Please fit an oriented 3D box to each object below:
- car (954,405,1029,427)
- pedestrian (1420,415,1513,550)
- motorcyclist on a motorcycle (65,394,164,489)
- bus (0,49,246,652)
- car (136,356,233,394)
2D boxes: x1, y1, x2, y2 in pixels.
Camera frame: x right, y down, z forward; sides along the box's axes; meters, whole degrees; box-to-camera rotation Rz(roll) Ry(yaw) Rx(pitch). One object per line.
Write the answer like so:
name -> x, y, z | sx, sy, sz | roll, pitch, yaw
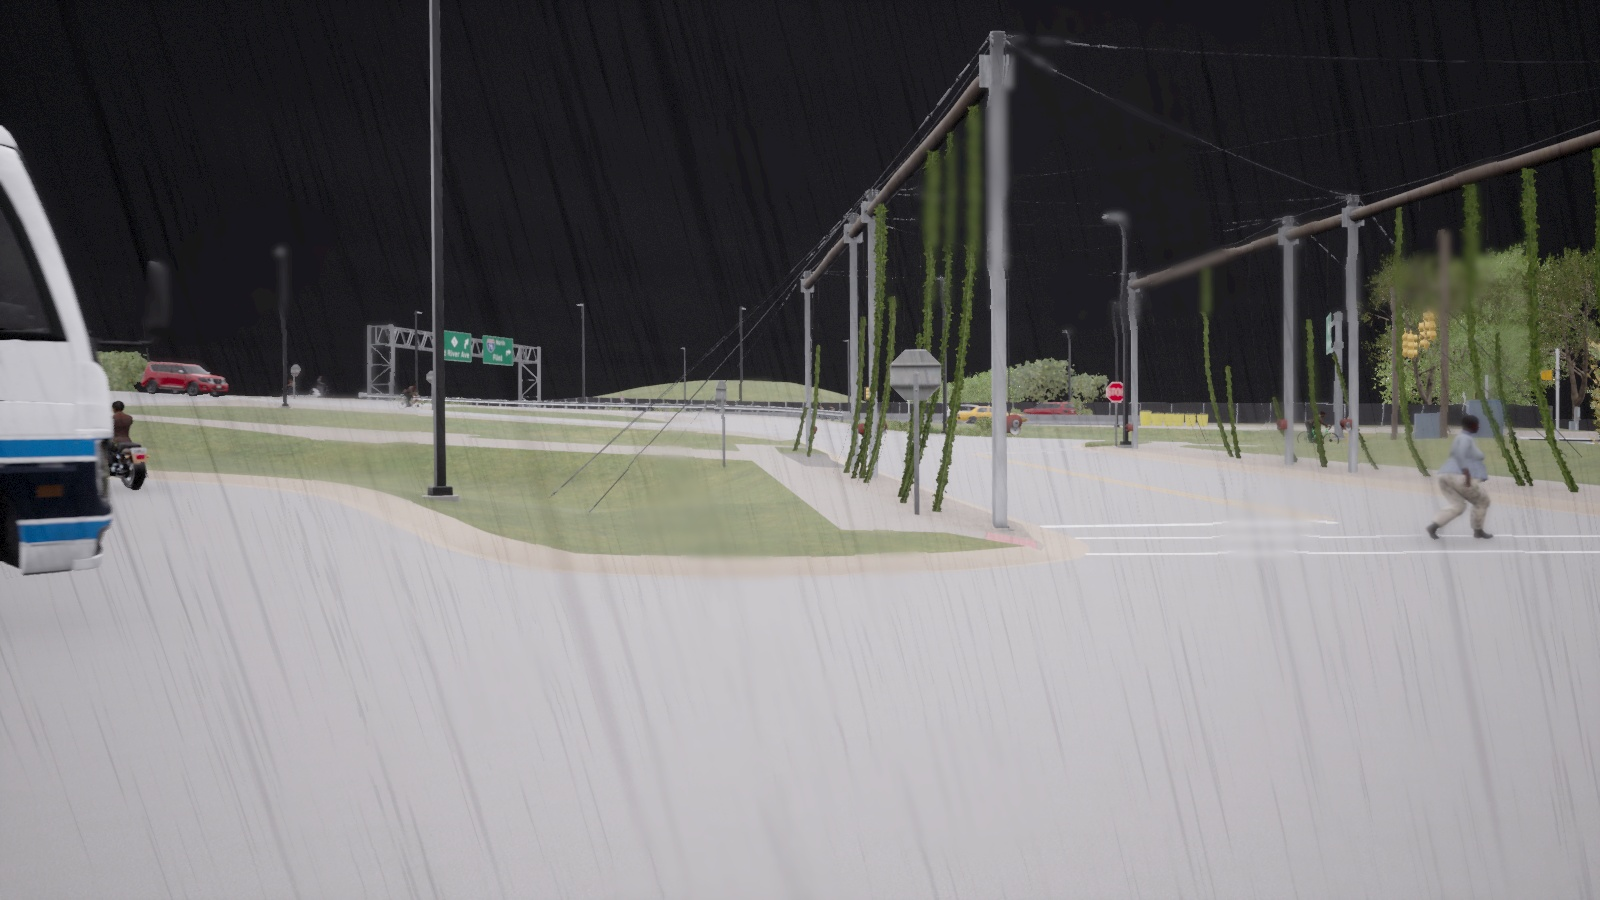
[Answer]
car -> 14.580, -2.568, 95.814 | 5.366, 1.575, 1.801 | 2, 1, 20
pedestrian -> 9.435, 0.439, 17.806 | 0.900, 1.855, 0.874 | 0, 1, 7
motorcyclist on a motorcycle -> -12.579, -0.191, 23.013 | 2.350, 1.649, 0.766 | 2, 3, 40
bus -> -9.422, -0.740, 7.699 | 3.944, 4.253, 10.273 | 5, 4, 42
car -> -38.774, -4.733, 79.113 | 5.566, 2.045, 2.150 | 4, 2, 19
